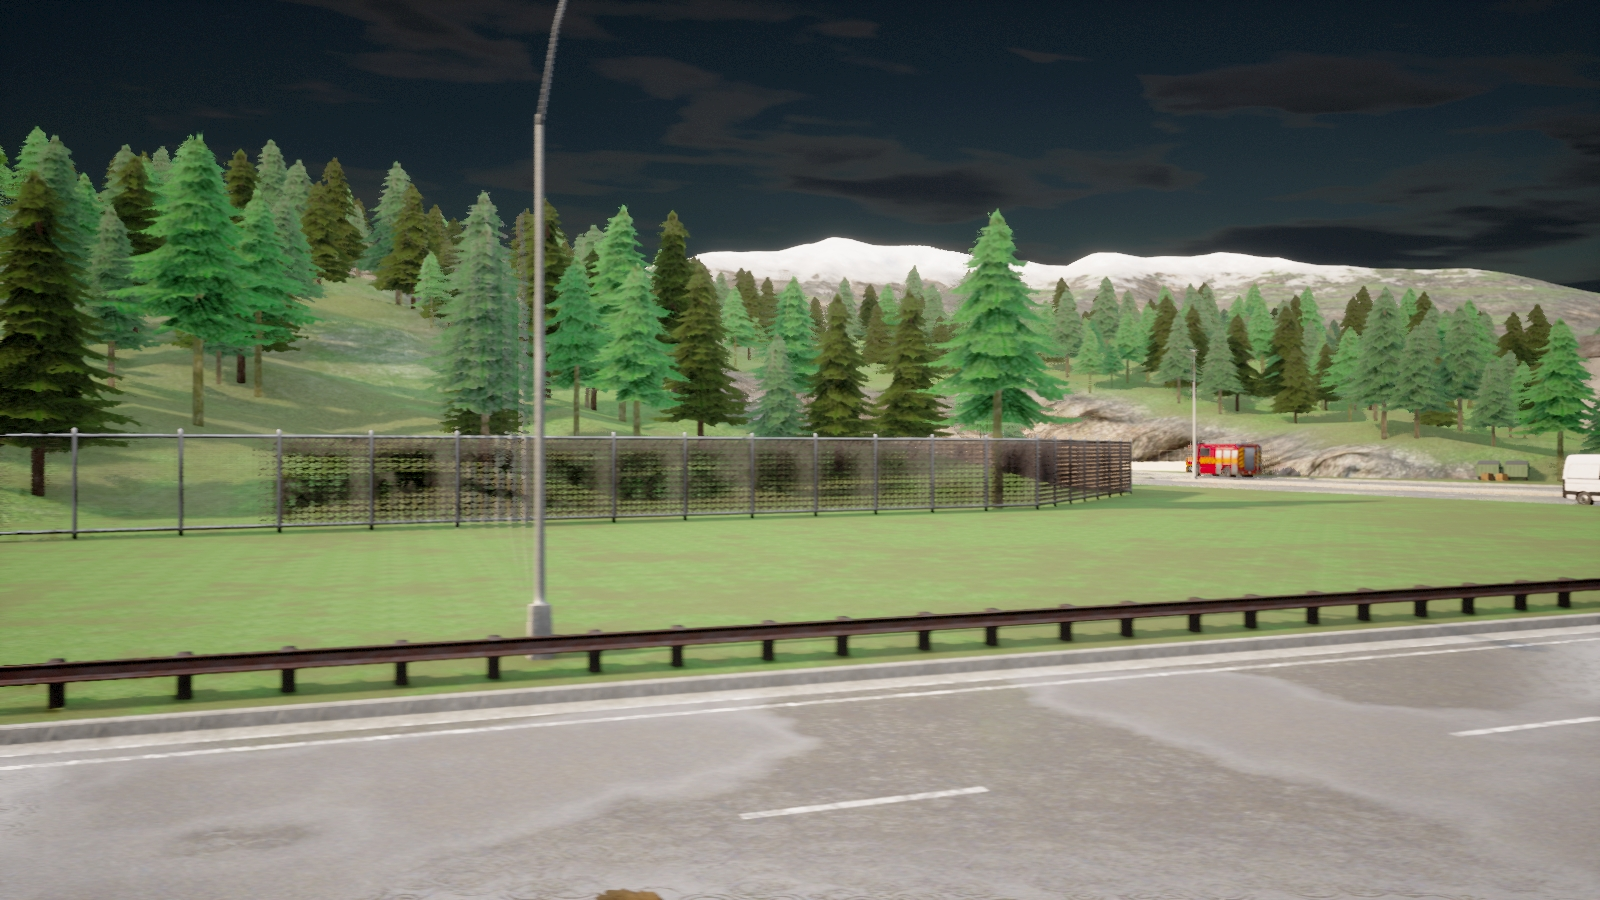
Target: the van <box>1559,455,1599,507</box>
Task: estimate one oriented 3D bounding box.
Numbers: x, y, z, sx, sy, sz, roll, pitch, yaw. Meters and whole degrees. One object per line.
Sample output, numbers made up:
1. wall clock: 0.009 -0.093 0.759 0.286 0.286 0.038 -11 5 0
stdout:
1. van: 40.305 1.514 55.290 1.988 2.561 5.915 0 0 -19
